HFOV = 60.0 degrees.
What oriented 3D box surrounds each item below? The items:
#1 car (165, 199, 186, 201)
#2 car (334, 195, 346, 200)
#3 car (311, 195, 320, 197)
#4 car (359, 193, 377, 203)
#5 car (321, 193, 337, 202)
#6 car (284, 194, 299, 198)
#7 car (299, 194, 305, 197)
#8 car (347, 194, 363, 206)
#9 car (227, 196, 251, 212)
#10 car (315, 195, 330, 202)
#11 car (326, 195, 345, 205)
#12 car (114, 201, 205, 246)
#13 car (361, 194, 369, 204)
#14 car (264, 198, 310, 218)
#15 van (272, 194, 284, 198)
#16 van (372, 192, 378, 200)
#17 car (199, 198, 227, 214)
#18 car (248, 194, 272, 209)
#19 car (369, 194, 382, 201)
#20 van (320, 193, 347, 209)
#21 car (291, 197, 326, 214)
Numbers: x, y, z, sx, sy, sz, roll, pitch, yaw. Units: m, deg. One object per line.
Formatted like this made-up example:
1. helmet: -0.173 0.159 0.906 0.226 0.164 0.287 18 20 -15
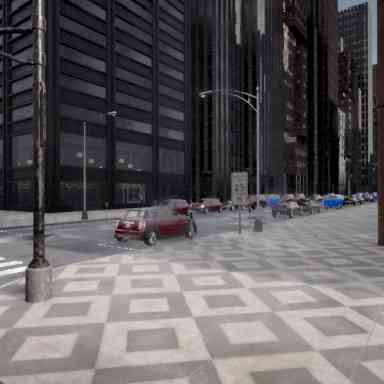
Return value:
1. car: -1.870 1.396 29.277 1.967 1.590 4.097 0 0 36
2. car: 37.414 1.396 83.939 1.947 1.339 4.313 0 0 36
3. car: 24.319 1.305 65.719 1.967 1.590 4.097 0 0 36
4. car: 34.525 1.369 65.311 1.887 1.381 4.507 0 0 36
5. car: 30.866 1.161 74.829 2.192 1.841 5.009 0 0 36
6. car: 14.498 1.210 52.053 2.192 1.841 5.009 0 0 36
7. car: 17.771 1.199 56.607 2.192 1.841 5.009 0 0 36
8. car: 24.704 1.419 51.646 1.947 1.339 4.313 0 0 36
9. car: 4.678 1.481 38.388 2.008 1.369 4.403 0 0 36
10. car: 27.593 1.406 70.274 2.008 1.369 4.403 0 0 36
11. car: 23.805 1.337 54.958 1.882 1.535 5.008 0 0 35
12. car: -1.483 1.393 15.208 1.967 1.590 4.097 0 0 36
13. car: 27.978 1.409 56.201 1.947 1.339 4.313 0 0 36
14. car: 8.337 1.463 28.872 2.008 1.369 4.403 0 0 36
15. van: 11.224 1.247 47.497 1.690 1.788 3.998 0 0 36
16. van: 37.797 1.157 69.865 1.690 1.788 3.998 0 0 36
17. car: 1.404 1.383 33.832 1.967 1.590 4.097 0 0 36
18. car: 7.951 1.233 42.943 2.192 1.841 5.009 0 0 36
19. car: 41.071 1.247 74.420 1.967 1.590 4.097 0 0 36
20. van: 18.157 1.216 42.536 1.690 1.788 3.998 0 0 36
21. car: 11.611 1.465 33.427 1.947 1.339 4.313 0 0 36
